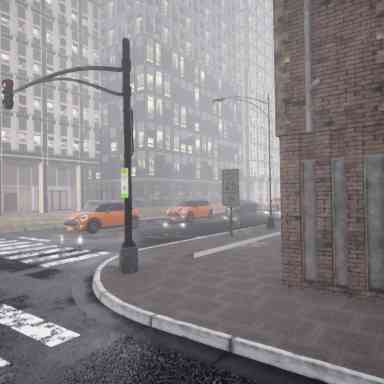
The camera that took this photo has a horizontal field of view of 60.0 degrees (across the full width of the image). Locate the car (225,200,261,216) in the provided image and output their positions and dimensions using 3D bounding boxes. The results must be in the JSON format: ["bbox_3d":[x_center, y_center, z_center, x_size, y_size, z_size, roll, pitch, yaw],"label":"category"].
[{"bbox_3d":[5.157,1.590,34.324,2.128,1.511,4.902,-1,-1,36],"label":"car"}]

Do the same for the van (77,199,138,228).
[{"bbox_3d":[-5.882,1.460,23.468,1.690,1.788,3.998,-2,-1,36],"label":"van"}]

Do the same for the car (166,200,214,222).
[{"bbox_3d":[-0.117,1.432,27.026,2.097,1.767,4.553,-1,-1,36],"label":"car"}]

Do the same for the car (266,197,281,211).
[{"bbox_3d":[11.095,1.471,42.508,2.097,1.767,4.553,-1,-1,36],"label":"car"}]

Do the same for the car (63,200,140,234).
[{"bbox_3d":[-5.320,1.416,19.869,2.097,1.767,4.553,-1,-1,37],"label":"car"}]
